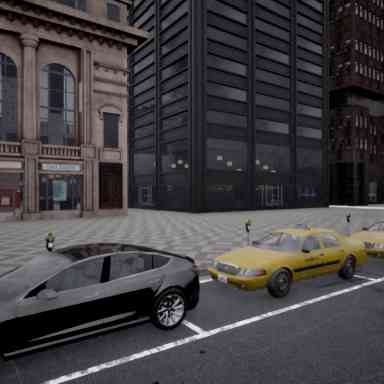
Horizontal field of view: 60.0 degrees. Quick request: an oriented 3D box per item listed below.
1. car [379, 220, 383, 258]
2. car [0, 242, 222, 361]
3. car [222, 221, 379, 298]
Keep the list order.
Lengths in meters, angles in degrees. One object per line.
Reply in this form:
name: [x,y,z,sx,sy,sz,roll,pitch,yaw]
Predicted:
car: [7.211,1.525,11.760,4.829,1.417,1.752,0,0,-35]
car: [-1.850,1.566,5.329,4.313,1.339,1.947,0,0,-35]
car: [2.611,1.525,8.495,4.829,1.417,1.752,0,0,-35]
